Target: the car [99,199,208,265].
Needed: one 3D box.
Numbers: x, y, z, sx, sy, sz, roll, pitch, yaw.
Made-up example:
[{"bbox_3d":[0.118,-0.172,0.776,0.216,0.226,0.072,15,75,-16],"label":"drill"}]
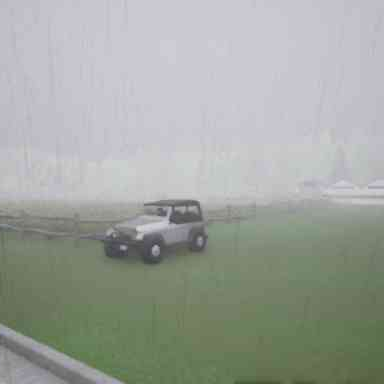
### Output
[{"bbox_3d":[-1.060,1.204,11.284,1.905,1.878,3.866,0,0,35],"label":"car"}]
